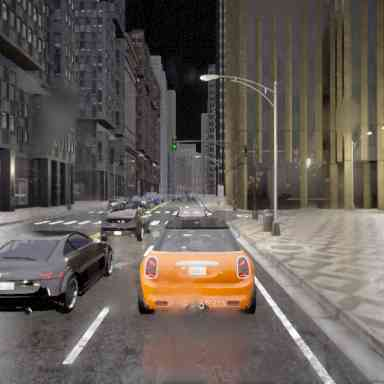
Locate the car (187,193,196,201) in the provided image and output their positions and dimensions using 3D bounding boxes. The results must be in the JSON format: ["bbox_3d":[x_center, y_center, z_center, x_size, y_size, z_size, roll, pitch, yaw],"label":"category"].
[{"bbox_3d":[-0.105,1.337,74.293,1.812,1.442,4.674,0,0,0],"label":"car"}]

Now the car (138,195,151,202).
[{"bbox_3d":[-9.850,1.377,69.388,2.033,1.411,5.357,0,0,0],"label":"car"}]

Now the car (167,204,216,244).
[{"bbox_3d":[0.009,1.479,16.750,2.128,1.511,4.902,0,0,0],"label":"car"}]

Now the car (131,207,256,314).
[{"bbox_3d":[0.093,1.349,7.744,2.097,1.767,4.553,0,0,0],"label":"car"}]

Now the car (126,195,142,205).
[{"bbox_3d":[-9.913,1.385,57.017,1.837,1.490,4.892,0,1,0],"label":"car"}]

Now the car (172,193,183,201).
[{"bbox_3d":[-3.355,1.168,74.258,2.097,1.767,4.553,0,0,0],"label":"car"}]

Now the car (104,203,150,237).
[{"bbox_3d":[-3.171,1.492,16.542,1.837,1.490,4.892,0,0,0],"label":"car"}]

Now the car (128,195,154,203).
[{"bbox_3d":[-6.662,1.474,44.143,2.033,1.411,5.357,0,0,0],"label":"car"}]

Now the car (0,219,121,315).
[{"bbox_3d":[-3.167,1.561,7.645,1.994,1.385,4.181,0,0,0],"label":"car"}]

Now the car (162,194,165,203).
[{"bbox_3d":[-6.627,1.201,66.177,2.097,1.767,4.553,0,0,0],"label":"car"}]

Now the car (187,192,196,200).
[{"bbox_3d":[-0.119,0.972,84.267,2.097,1.767,4.553,0,0,0],"label":"car"}]

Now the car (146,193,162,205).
[{"bbox_3d":[-6.685,1.112,54.730,2.150,2.045,5.566,0,0,0],"label":"car"}]

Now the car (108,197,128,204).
[{"bbox_3d":[-9.918,1.417,44.446,2.128,1.511,4.902,0,0,-1],"label":"car"}]

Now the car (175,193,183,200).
[{"bbox_3d":[-3.369,1.117,84.293,1.837,1.490,4.892,0,0,0],"label":"car"}]
